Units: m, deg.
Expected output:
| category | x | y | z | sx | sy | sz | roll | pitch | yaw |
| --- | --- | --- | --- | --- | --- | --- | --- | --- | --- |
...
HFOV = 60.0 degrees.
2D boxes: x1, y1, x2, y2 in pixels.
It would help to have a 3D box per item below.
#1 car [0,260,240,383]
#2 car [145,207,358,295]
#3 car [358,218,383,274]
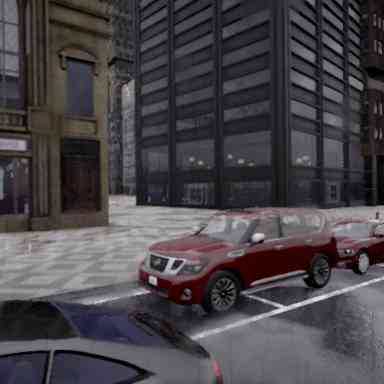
| category | x | y | z | sx | sy | sz | roll | pitch | yaw |
| --- | --- | --- | --- | --- | --- | --- | --- | --- | --- |
| car | -1.738 | 1.564 | 2.130 | 4.181 | 1.385 | 1.994 | 0 | 0 | -35 |
| car | 1.326 | 1.311 | 7.613 | 5.009 | 1.841 | 2.192 | 0 | -1 | -36 |
| car | 5.304 | 1.536 | 10.449 | 4.507 | 1.381 | 1.887 | 0 | -1 | -36 |
